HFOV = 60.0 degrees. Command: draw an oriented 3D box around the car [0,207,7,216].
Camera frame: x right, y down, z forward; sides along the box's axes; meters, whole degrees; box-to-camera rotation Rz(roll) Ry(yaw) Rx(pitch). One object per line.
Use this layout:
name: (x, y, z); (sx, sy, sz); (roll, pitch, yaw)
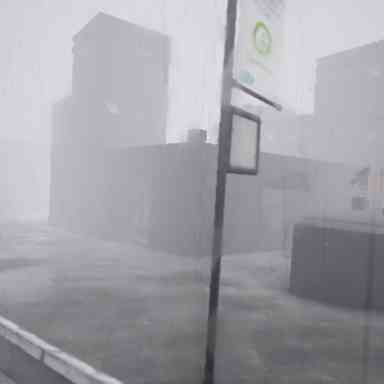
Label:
car: (-25.325, 2.343, 41.485); (2.033, 1.411, 5.357); (3, -2, 1)
